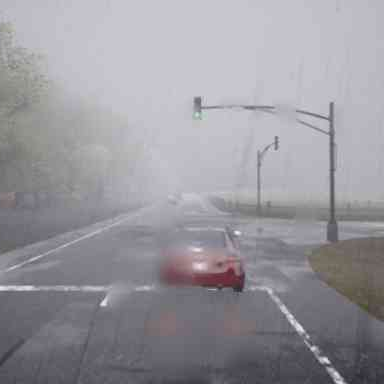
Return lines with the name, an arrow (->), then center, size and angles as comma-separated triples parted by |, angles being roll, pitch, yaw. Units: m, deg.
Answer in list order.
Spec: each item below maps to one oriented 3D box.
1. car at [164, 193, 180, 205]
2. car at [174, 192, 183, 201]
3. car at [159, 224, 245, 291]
car -> -3.420, 1.402, 53.800 | 1.812, 1.442, 4.674 | 0, 0, 0
car -> -3.510, 1.035, 80.159 | 2.150, 2.045, 5.566 | 0, 0, 0
car -> 0.384, 1.545, 9.066 | 1.994, 1.385, 4.181 | 0, 0, 6
